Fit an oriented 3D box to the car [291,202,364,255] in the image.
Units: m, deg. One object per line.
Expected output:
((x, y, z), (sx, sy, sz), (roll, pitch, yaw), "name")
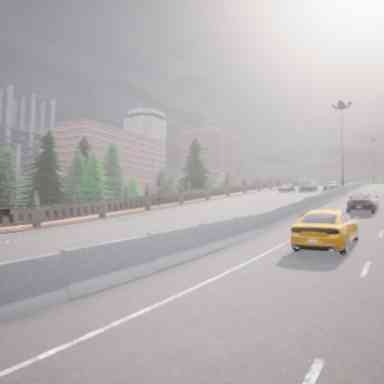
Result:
((5.563, 1.451, 13.639), (1.882, 1.535, 5.008), (-2, 2, 33), "car")

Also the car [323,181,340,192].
((21.863, -0.915, 52.083), (2.128, 1.511, 4.902), (-2, 3, 33), "car")

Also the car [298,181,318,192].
((18.698, -0.939, 53.635), (2.097, 1.767, 4.553), (-2, 3, 33), "car")

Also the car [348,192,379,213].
((12.880, 0.722, 25.022), (1.812, 1.442, 4.674), (-2, 3, 33), "car")

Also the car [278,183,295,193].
((15.866, -0.689, 55.683), (1.812, 1.442, 4.674), (-2, 3, 33), "car")
